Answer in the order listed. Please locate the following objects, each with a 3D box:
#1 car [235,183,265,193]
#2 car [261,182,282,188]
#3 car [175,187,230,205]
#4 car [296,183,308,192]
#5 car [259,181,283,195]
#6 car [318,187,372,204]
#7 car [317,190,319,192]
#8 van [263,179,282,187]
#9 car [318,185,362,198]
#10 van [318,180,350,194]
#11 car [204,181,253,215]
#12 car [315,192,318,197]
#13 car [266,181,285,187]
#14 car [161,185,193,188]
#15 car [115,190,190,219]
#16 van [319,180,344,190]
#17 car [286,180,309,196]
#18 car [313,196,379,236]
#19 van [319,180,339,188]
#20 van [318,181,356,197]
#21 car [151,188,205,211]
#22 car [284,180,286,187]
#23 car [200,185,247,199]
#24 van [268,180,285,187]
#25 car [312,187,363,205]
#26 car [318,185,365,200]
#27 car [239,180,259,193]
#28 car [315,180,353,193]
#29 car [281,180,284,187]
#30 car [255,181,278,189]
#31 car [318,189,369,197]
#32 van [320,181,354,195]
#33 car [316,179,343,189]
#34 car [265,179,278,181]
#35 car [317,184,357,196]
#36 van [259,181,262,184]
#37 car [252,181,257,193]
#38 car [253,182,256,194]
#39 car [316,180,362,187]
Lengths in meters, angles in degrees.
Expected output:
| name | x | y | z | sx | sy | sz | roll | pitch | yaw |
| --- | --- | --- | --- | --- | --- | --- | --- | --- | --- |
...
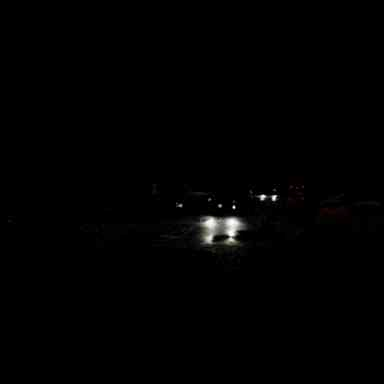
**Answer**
| name | x | y | z | sx | sy | sz | roll | pitch | yaw |
| --- | --- | --- | --- | --- | --- | --- | --- | --- | --- |
| car | 9.817 | -0.732 | 56.196 | 4.792 | 1.488 | 2.163 | 1 | 3 | 21 |
| car | 19.640 | -1.816 | 82.139 | 4.674 | 1.452 | 2.002 | 1 | 3 | 21 |
| car | 1.039 | 0.333 | 32.839 | 4.892 | 1.521 | 2.231 | 1 | 3 | 21 |
| car | 19.630 | -0.853 | 59.075 | 1.837 | 1.490 | 4.892 | 1 | 3 | 21 |
| car | 11.284 | -0.383 | 47.265 | 1.882 | 1.535 | 5.008 | 1 | 3 | 21 |
| car | 15.191 | 0.299 | 33.395 | 4.792 | 1.488 | 2.163 | 1 | 3 | 21 |
| car | 11.306 | 0.843 | 23.034 | 4.674 | 1.452 | 2.002 | 1 | 3 | 21 |
| van | 20.508 | -2.193 | 84.765 | 4.442 | 1.987 | 1.878 | 1 | 3 | 21 |
| car | 18.174 | -0.080 | 41.136 | 4.792 | 1.488 | 2.163 | 1 | 3 | 21 |
| van | 21.946 | -0.782 | 51.533 | 4.442 | 1.987 | 1.878 | 1 | 3 | 21 |
| car | 2.861 | 0.463 | 25.103 | 2.150 | 2.045 | 5.566 | 1 | 3 | 20 |
| car | 10.304 | 0.966 | 20.454 | 4.792 | 1.488 | 2.163 | 1 | 3 | 21 |
| car | 22.594 | -2.124 | 89.892 | 4.792 | 1.488 | 2.163 | 1 | 2 | 21 |
| car | 0.227 | 0.466 | 30.181 | 5.366 | 1.575 | 1.946 | 1 | 3 | 21 |
| car | -2.912 | 0.896 | 22.475 | 4.792 | 1.488 | 2.163 | 1 | 3 | 21 |
| van | 28.072 | -1.439 | 67.106 | 4.442 | 1.987 | 1.878 | 1 | 3 | 21 |
| car | 14.512 | -0.560 | 45.488 | 2.150 | 2.045 | 5.566 | 1 | 3 | 20 |
| car | 8.416 | 1.197 | 15.382 | 5.008 | 1.535 | 2.097 | 1 | 3 | 21 |
| van | 32.914 | -1.980 | 79.938 | 4.442 | 1.987 | 1.878 | 1 | 3 | 21 |
| van | 19.016 | -0.451 | 43.746 | 4.442 | 1.987 | 1.878 | 1 | 3 | 20 |
| car | -1.900 | 0.733 | 25.056 | 5.008 | 1.535 | 2.097 | 1 | 3 | 21 |
| car | 21.623 | -2.325 | 87.308 | 5.566 | 2.045 | 2.435 | 1 | 3 | 21 |
| car | 3.840 | -0.078 | 40.802 | 5.366 | 1.575 | 1.946 | 1 | 3 | 21 |
| van | 23.440 | -2.447 | 92.539 | 4.442 | 1.987 | 1.878 | 1 | 2 | 21 |
| car | 12.112 | 0.664 | 25.685 | 5.366 | 1.575 | 1.946 | 1 | 3 | 21 |
| car | 17.243 | 0.036 | 38.669 | 4.792 | 1.488 | 2.163 | 1 | 3 | 21 |
| car | 6.936 | -0.556 | 48.384 | 4.553 | 1.767 | 2.185 | 1 | 3 | 21 |
| car | 23.006 | -0.916 | 54.089 | 5.566 | 2.045 | 2.435 | 1 | 3 | 21 |
| car | 18.653 | -1.747 | 79.545 | 5.008 | 1.535 | 2.097 | 1 | 3 | 21 |
| car | 16.670 | -1.654 | 74.358 | 4.553 | 1.767 | 2.185 | 1 | 3 | 21 |
| car | 9.427 | 0.939 | 17.952 | 4.553 | 1.767 | 2.185 | 1 | 3 | 21 |
| van | 21.187 | -0.670 | 48.861 | 4.442 | 1.987 | 1.878 | 1 | 3 | 21 |
| car | 30.868 | -1.794 | 74.925 | 5.566 | 2.045 | 2.435 | 1 | 3 | 21 |
| car | 14.735 | -1.308 | 69.163 | 4.892 | 1.521 | 2.231 | 1 | 3 | 21 |
| car | 20.105 | -0.337 | 46.320 | 5.008 | 1.535 | 2.097 | 1 | 3 | 21 |
| van | 8.974 | -0.876 | 53.538 | 4.442 | 1.987 | 1.878 | 1 | 3 | 21 |
| car | 5.920 | -0.314 | 45.805 | 4.892 | 1.521 | 2.231 | 1 | 3 | 21 |
| car | 5.123 | -0.194 | 43.150 | 5.366 | 1.575 | 1.946 | 1 | 3 | 21 |
| car | 14.266 | 0.153 | 30.773 | 5.566 | 2.045 | 2.435 | 1 | 3 | 21 |
